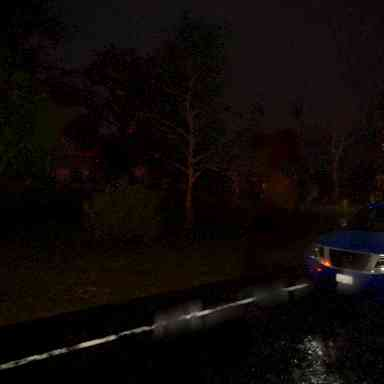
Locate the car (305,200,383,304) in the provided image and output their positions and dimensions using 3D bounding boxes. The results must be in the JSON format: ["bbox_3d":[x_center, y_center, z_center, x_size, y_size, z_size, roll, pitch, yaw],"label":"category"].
[{"bbox_3d":[4.982,1.222,7.682,5.566,2.045,2.150,0,0,-37],"label":"car"}]
